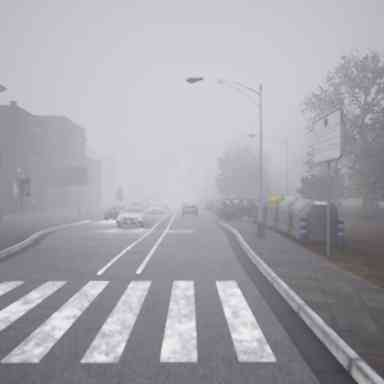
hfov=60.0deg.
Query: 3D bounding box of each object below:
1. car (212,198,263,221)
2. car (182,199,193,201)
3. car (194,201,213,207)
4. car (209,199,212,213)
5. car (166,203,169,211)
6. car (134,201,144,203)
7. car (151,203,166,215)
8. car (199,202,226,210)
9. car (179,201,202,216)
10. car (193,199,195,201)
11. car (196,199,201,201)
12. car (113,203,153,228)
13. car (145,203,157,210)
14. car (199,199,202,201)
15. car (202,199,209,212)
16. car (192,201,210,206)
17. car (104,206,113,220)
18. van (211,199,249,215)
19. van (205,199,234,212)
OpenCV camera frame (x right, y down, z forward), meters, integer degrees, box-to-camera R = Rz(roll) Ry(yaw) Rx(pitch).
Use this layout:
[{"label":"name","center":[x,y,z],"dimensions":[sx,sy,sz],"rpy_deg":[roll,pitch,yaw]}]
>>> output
[{"label":"car","center":[5.184,1.623,31.022],"dimensions":[5.566,2.045,2.435],"rpy_deg":[1,-2,-22]},{"label":"car","center":[-1.502,2.901,72.481],"dimensions":[2.033,1.411,5.357],"rpy_deg":[0,-1,-3]},{"label":"car","center":[2.991,3.153,87.291],"dimensions":[4.674,1.452,2.002],"rpy_deg":[1,-1,-24]},{"label":"car","center":[5.047,1.699,33.947],"dimensions":[5.566,2.045,2.435],"rpy_deg":[1,-1,-22]},{"label":"car","center":[-5.278,2.698,62.013],"dimensions":[2.033,1.411,5.357],"rpy_deg":[0,-1,-1]},{"label":"car","center":[-7.669,2.161,47.385],"dimensions":[2.097,1.767,4.553],"rpy_deg":[0,-1,-1]},{"label":"car","center":[-4.788,2.266,44.406],"dimensions":[1.812,1.442,4.674],"rpy_deg":[0,-2,-2]},{"label":"car","center":[4.056,2.725,66.523],"dimensions":[4.892,1.521,2.231],"rpy_deg":[1,-1,-22]},{"label":"car","center":[-0.320,2.116,39.969],"dimensions":[2.128,1.511,4.902],"rpy_deg":[0,-1,-2]},{"label":"car","center":[3.353,3.009,81.363],"dimensions":[5.008,1.535,2.097],"rpy_deg":[1,-1,-23]},{"label":"car","center":[3.981,2.655,63.483],"dimensions":[5.366,1.575,1.946],"rpy_deg":[1,-1,-22]},{"label":"car","center":[-4.199,1.747,24.244],"dimensions":[1.812,1.442,4.674],"rpy_deg":[0,-1,-1]},{"label":"car","center":[-8.236,2.887,67.313],"dimensions":[1.895,1.301,4.718],"rpy_deg":[0,-1,-2]},{"label":"car","center":[4.420,2.598,60.655],"dimensions":[5.366,1.575,1.946],"rpy_deg":[1,-2,-22]},{"label":"car","center":[4.734,2.002,45.806],"dimensions":[5.566,2.045,2.435],"rpy_deg":[1,-2,-22]},{"label":"car","center":[2.592,3.250,93.179],"dimensions":[4.674,1.452,2.002],"rpy_deg":[1,-1,-24]},{"label":"car","center":[-7.230,2.003,32.550],"dimensions":[1.994,1.385,4.181],"rpy_deg":[0,-1,-2]},{"label":"van","center":[4.902,1.956,42.883],"dimensions":[4.442,1.987,1.878],"rpy_deg":[1,-2,-22]},{"label":"van","center":[4.535,2.241,54.718],"dimensions":[4.442,1.987,1.878],"rpy_deg":[1,-2,-22]}]
